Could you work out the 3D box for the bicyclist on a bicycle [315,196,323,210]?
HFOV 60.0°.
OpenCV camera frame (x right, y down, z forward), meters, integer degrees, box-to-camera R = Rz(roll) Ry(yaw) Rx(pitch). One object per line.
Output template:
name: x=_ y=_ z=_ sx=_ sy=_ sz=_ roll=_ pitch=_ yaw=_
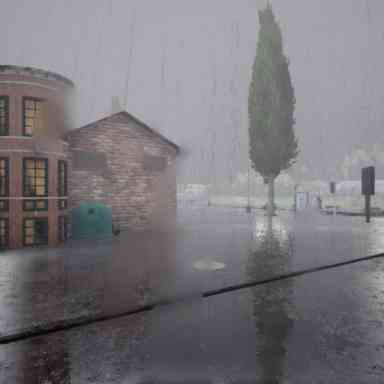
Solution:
bicyclist on a bicycle: x=15.316 y=1.352 z=40.146 sx=1.656 sy=1.620 sz=0.582 roll=0 pitch=0 yaw=-36
